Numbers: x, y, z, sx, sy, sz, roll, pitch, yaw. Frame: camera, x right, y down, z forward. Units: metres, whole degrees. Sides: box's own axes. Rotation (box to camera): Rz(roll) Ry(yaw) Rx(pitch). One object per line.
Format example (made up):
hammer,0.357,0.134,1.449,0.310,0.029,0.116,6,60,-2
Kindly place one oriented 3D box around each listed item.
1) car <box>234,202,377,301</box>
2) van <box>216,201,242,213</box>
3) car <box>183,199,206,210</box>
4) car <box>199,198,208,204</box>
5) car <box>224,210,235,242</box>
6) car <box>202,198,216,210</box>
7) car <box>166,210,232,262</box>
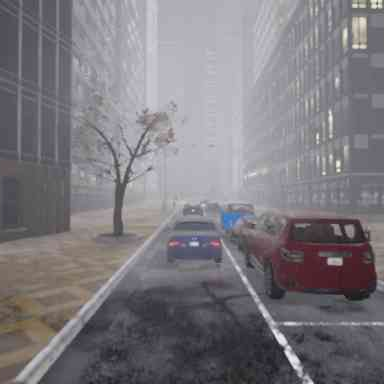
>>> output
car,2.584,1.352,8.401,2.192,1.841,5.009,1,0,0
van,2.584,1.430,19.536,1.690,1.788,3.998,1,0,0
car,0.096,1.722,33.448,1.994,1.385,4.181,0,0,0
car,2.585,1.978,75.206,1.802,1.307,4.206,1,0,0
car,2.579,1.645,13.967,1.802,1.307,4.206,1,0,0
car,2.583,1.746,41.804,1.887,1.381,4.507,1,0,0
car,0.082,1.603,12.372,2.033,1.411,5.357,0,0,0
